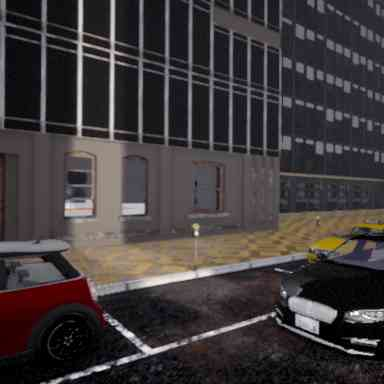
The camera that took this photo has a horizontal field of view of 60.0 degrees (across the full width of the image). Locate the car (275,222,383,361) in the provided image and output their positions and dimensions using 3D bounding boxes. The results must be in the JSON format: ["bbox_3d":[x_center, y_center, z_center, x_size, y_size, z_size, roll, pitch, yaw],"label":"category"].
[{"bbox_3d":[3.550,1.525,5.898,4.902,1.511,2.128,0,0,-35],"label":"car"}]

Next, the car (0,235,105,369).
[{"bbox_3d":[-3.330,1.438,4.187,4.097,1.590,1.967,0,0,-35],"label":"car"}]

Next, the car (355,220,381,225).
[{"bbox_3d":[5.566,1.582,10.499,4.829,1.417,1.752,0,0,-35],"label":"car"}]
